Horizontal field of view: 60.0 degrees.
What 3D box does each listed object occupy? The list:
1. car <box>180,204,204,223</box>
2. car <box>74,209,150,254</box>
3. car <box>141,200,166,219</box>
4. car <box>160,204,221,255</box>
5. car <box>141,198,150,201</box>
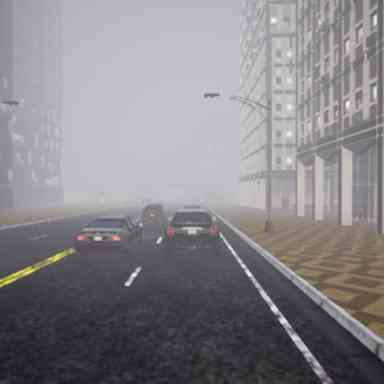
[{"bbox_3d":[0.016,1.824,29.285,1.994,1.385,4.181,0,0,0],"label":"car"},{"bbox_3d":[-3.243,1.674,13.981,2.033,1.411,5.357,0,0,0],"label":"car"},{"bbox_3d":[-3.232,1.739,29.483,1.882,1.535,5.008,0,0,0],"label":"car"},{"bbox_3d":[0.008,1.477,14.063,2.097,1.767,4.553,0,-1,0],"label":"car"},{"bbox_3d":[-9.719,2.113,70.990,1.812,1.442,4.674,0,0,0],"label":"car"}]
